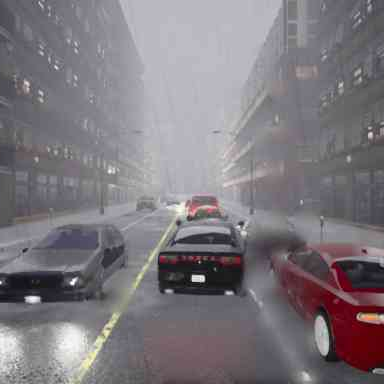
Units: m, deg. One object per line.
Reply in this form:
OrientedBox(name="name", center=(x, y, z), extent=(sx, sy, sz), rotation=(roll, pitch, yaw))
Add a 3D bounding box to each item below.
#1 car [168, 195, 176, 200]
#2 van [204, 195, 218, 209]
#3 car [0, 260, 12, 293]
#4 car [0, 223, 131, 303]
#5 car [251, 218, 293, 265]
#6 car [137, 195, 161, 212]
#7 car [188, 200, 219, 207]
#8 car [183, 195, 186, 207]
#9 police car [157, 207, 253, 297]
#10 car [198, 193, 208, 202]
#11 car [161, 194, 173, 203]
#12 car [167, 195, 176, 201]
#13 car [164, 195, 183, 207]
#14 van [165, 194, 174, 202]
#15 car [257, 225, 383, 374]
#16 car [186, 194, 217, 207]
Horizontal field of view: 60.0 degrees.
OrientedBox(name="car", center=(-5.328, 1.537, 90.749), extent=(1.947, 1.339, 4.313), rotation=(1, 0, 0))
OrientedBox(name="van", center=(2.565, 1.326, 45.414), extent=(1.690, 1.788, 3.998), rotation=(1, 0, 0))
OrientedBox(name="car", center=(-5.309, 1.543, 5.686), extent=(1.887, 1.381, 4.507), rotation=(1, 0, 0))
OrientedBox(name="car", center=(-2.853, 1.544, 8.625), extent=(2.033, 1.411, 5.357), rotation=(0, 0, 0))
OrientedBox(name="car", center=(2.570, 1.547, 11.388), extent=(2.008, 1.369, 4.403), rotation=(1, 0, 0))
OrientedBox(name="car", center=(-5.314, 1.301, 39.711), extent=(2.192, 1.841, 5.009), rotation=(1, 0, 0))
OrientedBox(name="car", center=(0.818, 1.449, 18.747), extent=(1.801, 1.575, 5.366), rotation=(0, 0, 0))
OrientedBox(name="car", center=(0.005, 1.510, 46.314), extent=(1.812, 1.442, 4.674), rotation=(0, 0, 0))
OrientedBox(name="police car", center=(0.432, 1.422, 8.812), extent=(1.930, 1.638, 5.238), rotation=(0, 0, 7))
OrientedBox(name="car", center=(2.558, 1.289, 79.439), extent=(2.192, 1.841, 5.009), rotation=(1, 0, 0))
OrientedBox(name="car", center=(-5.320, 1.292, 68.065), extent=(2.192, 1.841, 5.009), rotation=(1, 0, 0))
OrientedBox(name="car", center=(-5.327, 1.523, 85.078), extent=(2.008, 1.369, 4.403), rotation=(1, 0, 0))
OrientedBox(name="car", center=(-2.850, 1.546, 52.092), extent=(1.994, 1.385, 4.181), rotation=(0, 0, 0))
OrientedBox(name="van", center=(-5.323, 1.315, 79.407), extent=(1.690, 1.788, 3.998), rotation=(1, 0, 0))
OrientedBox(name="car", center=(2.571, 1.543, 5.718), extent=(1.887, 1.381, 4.507), rotation=(1, 0, 0))
OrientedBox(name="car", center=(0.818, 1.216, 24.587), extent=(2.150, 2.045, 5.566), rotation=(0, 0, 0))
